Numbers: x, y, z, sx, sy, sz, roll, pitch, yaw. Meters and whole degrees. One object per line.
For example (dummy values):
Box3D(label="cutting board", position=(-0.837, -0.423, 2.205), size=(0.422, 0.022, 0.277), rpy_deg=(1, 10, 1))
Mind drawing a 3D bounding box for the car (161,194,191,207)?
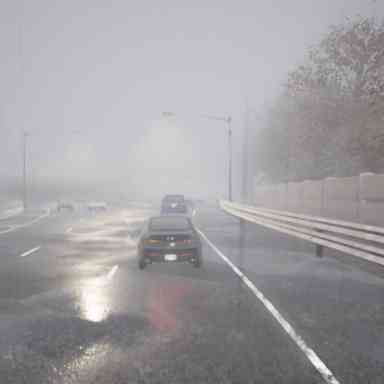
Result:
Box3D(label="car", position=(-1.438, 1.190, 28.517), size=(2.150, 2.045, 5.566), rpy_deg=(0, 0, 0))

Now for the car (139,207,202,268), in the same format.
Box3D(label="car", position=(-0.741, 1.493, 11.296), size=(1.837, 1.490, 4.892), rpy_deg=(0, 0, -4))

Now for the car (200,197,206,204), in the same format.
Box3D(label="car", position=(1.531, 1.520, 62.422), size=(1.895, 1.301, 4.718), rpy_deg=(0, 0, 10))

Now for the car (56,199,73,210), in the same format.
Box3D(label="car", position=(-16.109, 1.547, 42.090), size=(2.033, 1.411, 5.357), rpy_deg=(0, 0, -24))

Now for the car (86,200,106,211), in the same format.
Box3D(label="car", position=(-11.939, 1.588, 41.119), size=(1.895, 1.301, 4.718), rpy_deg=(0, 0, -22))

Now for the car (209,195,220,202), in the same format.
Box3D(label="car", position=(5.914, 1.771, 87.150), size=(2.150, 2.045, 5.566), rpy_deg=(0, -3, 11))

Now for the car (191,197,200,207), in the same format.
Box3D(label="car", position=(-0.368, 1.463, 49.782), size=(1.812, 1.442, 4.674), rpy_deg=(0, 0, 6))
